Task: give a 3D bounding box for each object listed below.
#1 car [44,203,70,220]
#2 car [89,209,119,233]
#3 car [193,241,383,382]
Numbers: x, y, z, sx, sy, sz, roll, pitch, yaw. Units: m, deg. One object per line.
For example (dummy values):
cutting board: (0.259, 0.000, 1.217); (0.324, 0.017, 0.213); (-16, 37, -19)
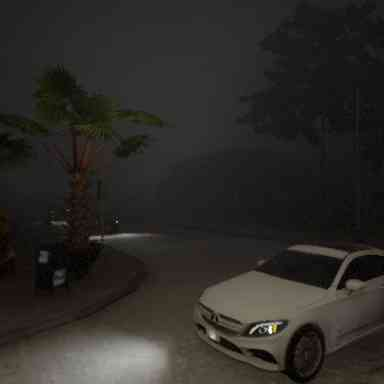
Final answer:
car: (-14.115, 1.967, 34.854); (2.097, 1.767, 4.553); (1, -1, -32)
car: (-6.549, 1.931, 22.875); (1.812, 1.442, 4.674); (1, -1, -33)
car: (2.238, 1.630, 5.646); (4.674, 1.442, 1.812); (1, -1, -32)
